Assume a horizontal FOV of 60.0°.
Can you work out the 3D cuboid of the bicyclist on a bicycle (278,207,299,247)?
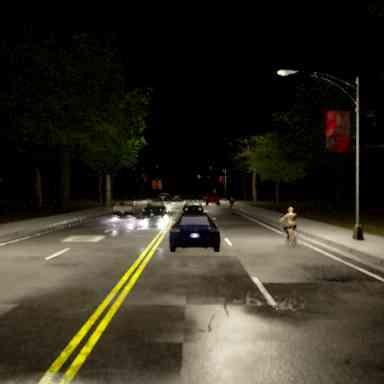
[{"bbox_3d":[4.133,1.432,14.029,0.866,1.612,1.509,0,0,0],"label":"bicyclist on a bicycle"}]

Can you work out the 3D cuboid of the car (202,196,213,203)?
[{"bbox_3d":[3.299,1.528,71.714,2.033,1.411,5.357,0,0,0],"label":"car"}]

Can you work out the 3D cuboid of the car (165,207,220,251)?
[{"bbox_3d":[0.108,1.558,14.141,1.994,1.385,4.181,0,0,0],"label":"car"}]

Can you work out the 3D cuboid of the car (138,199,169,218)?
[{"bbox_3d":[-3.330,1.589,29.952,1.895,1.301,4.718,0,0,0],"label":"car"}]

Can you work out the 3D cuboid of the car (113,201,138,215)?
[{"bbox_3d":[-6.576,1.588,33.616,1.895,1.301,4.718,0,0,0],"label":"car"}]

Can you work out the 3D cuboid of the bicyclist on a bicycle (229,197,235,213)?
[{"bbox_3d":[4.166,1.360,34.979,0.659,1.776,1.843,0,0,0],"label":"bicyclist on a bicycle"}]

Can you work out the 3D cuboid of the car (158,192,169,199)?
[{"bbox_3d":[-6.448,1.054,76.008,2.150,2.045,5.566,0,0,0],"label":"car"}]

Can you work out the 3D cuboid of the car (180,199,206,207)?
[{"bbox_3d":[0.119,1.590,32.180,1.895,1.301,4.718,0,0,0],"label":"car"}]

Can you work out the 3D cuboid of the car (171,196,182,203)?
[{"bbox_3d":[-3.203,1.532,69.651,1.994,1.385,4.181,0,0,0],"label":"car"}]

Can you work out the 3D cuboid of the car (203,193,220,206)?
[{"bbox_3d":[3.386,1.202,55.519,2.150,2.045,5.566,0,-1,0],"label":"car"}]
